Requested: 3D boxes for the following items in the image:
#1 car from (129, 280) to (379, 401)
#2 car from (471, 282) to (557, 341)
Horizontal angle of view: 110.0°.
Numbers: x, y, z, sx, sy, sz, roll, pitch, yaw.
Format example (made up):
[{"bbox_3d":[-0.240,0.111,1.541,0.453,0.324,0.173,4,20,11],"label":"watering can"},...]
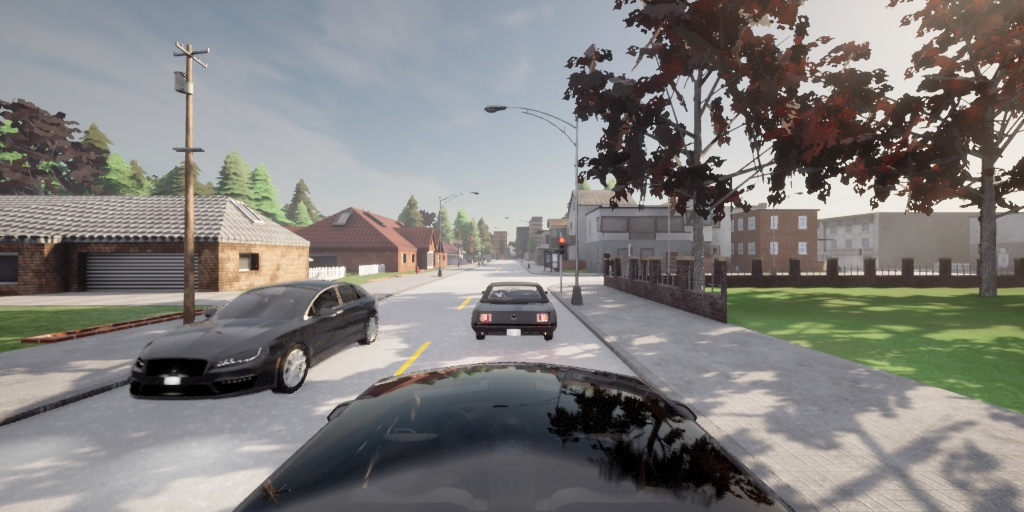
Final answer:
[{"bbox_3d":[-4.088,1.255,6.749,1.837,1.490,4.892,0,0,0],"label":"car"},{"bbox_3d":[0.078,1.351,9.906,1.895,1.301,4.718,0,0,1],"label":"car"}]
